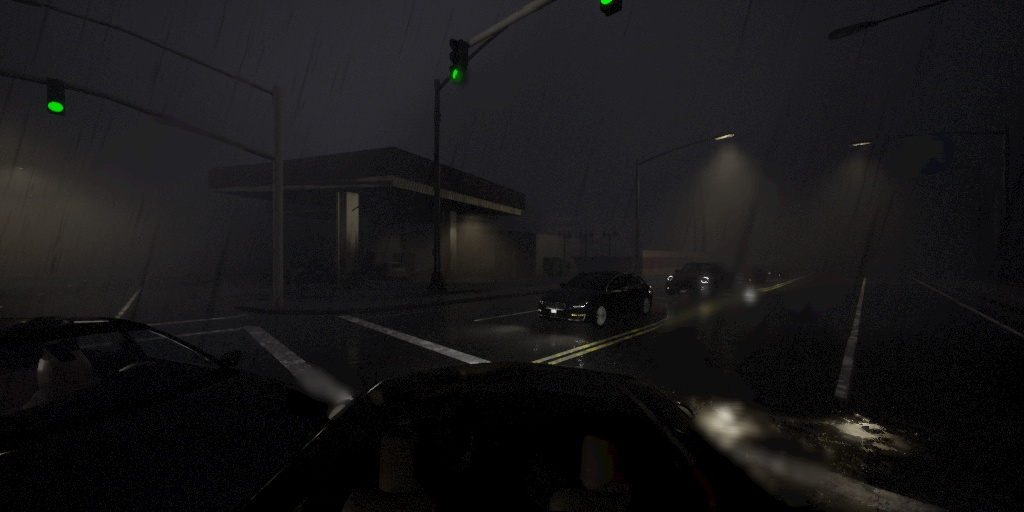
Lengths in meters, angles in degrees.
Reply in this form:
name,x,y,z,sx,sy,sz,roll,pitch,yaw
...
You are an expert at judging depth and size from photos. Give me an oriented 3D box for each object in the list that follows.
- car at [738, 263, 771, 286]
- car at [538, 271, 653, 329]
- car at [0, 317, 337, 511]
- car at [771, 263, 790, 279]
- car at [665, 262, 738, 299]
name,x,y,z,sx,sy,sz,roll,pitch,yaw
car,16.559,1.314,25.324,1.994,1.385,4.181,0,0,44
car,2.841,1.255,11.520,1.837,1.490,4.892,0,0,44
car,-3.430,1.242,2.480,4.902,1.511,2.128,0,0,15
car,23.667,1.314,32.403,4.181,1.385,1.994,0,0,-45
car,9.656,1.102,18.390,2.097,1.767,4.553,0,0,45
